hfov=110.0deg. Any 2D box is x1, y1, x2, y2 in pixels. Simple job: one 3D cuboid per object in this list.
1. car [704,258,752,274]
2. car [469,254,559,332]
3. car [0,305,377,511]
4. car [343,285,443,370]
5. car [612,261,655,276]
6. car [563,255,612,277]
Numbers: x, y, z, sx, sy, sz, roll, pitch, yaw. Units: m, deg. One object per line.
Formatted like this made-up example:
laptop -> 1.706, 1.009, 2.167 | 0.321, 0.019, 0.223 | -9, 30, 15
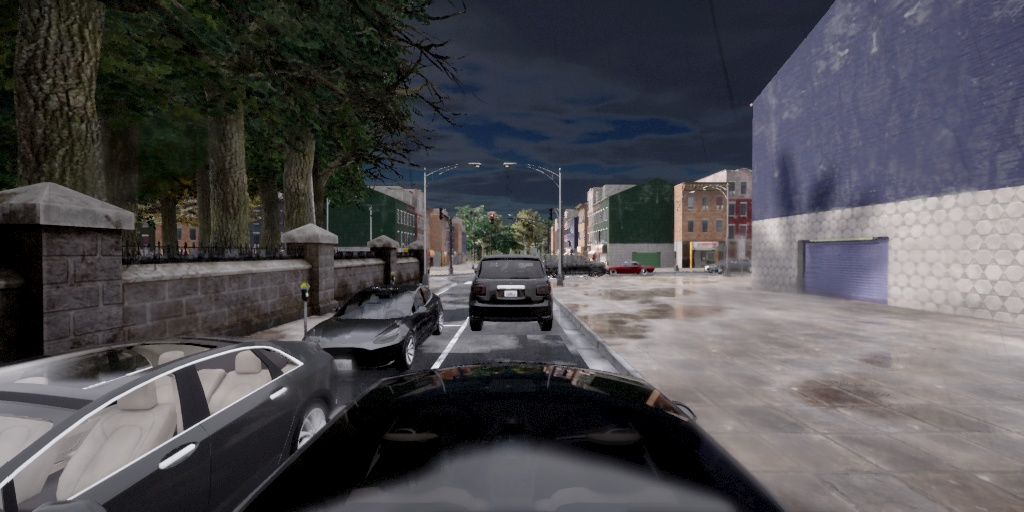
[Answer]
car -> 21.027, 0.943, 34.296 | 4.902, 1.511, 2.128 | -1, 1, 0
car -> -0.012, 0.973, 11.047 | 2.150, 2.045, 5.566 | 0, 0, 0
car -> -2.641, 1.300, 2.047 | 2.007, 1.370, 4.403 | 0, 0, 0
car -> -2.635, 1.316, 7.736 | 1.948, 1.339, 4.313 | 0, 0, 0
car -> 10.989, 1.187, 34.310 | 4.718, 1.301, 1.895 | -1, 1, 0
car -> 5.427, 0.923, 31.376 | 5.566, 2.045, 2.150 | -1, 0, 0
